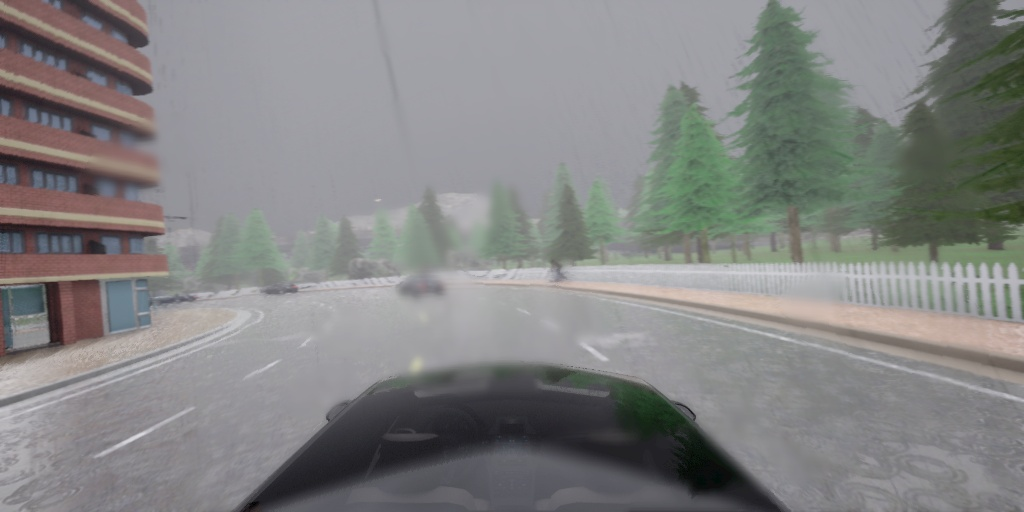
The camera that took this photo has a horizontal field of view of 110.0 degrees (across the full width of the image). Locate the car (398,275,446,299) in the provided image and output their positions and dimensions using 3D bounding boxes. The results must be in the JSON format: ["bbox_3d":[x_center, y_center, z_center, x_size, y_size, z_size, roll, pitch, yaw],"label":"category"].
[{"bbox_3d":[-6.127,2.001,23.889,2.033,1.411,5.357,-5,0,-32],"label":"car"}]

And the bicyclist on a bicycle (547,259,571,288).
[{"bbox_3d":[2.668,0.965,20.809,1.656,1.620,0.582,-12,2,-23],"label":"bicyclist on a bicycle"}]

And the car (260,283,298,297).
[{"bbox_3d":[-29.578,4.236,45.574,4.892,1.490,1.837,-5,-1,17],"label":"car"}]
